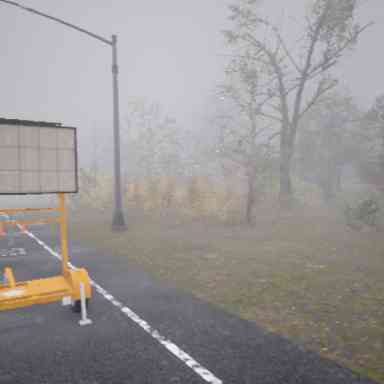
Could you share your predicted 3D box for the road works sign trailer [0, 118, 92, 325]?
[{"bbox_3d":[-3.406,0.453,6.237,2.380,3.560,2.880,-2,1,-31],"label":"road works sign trailer"}]
